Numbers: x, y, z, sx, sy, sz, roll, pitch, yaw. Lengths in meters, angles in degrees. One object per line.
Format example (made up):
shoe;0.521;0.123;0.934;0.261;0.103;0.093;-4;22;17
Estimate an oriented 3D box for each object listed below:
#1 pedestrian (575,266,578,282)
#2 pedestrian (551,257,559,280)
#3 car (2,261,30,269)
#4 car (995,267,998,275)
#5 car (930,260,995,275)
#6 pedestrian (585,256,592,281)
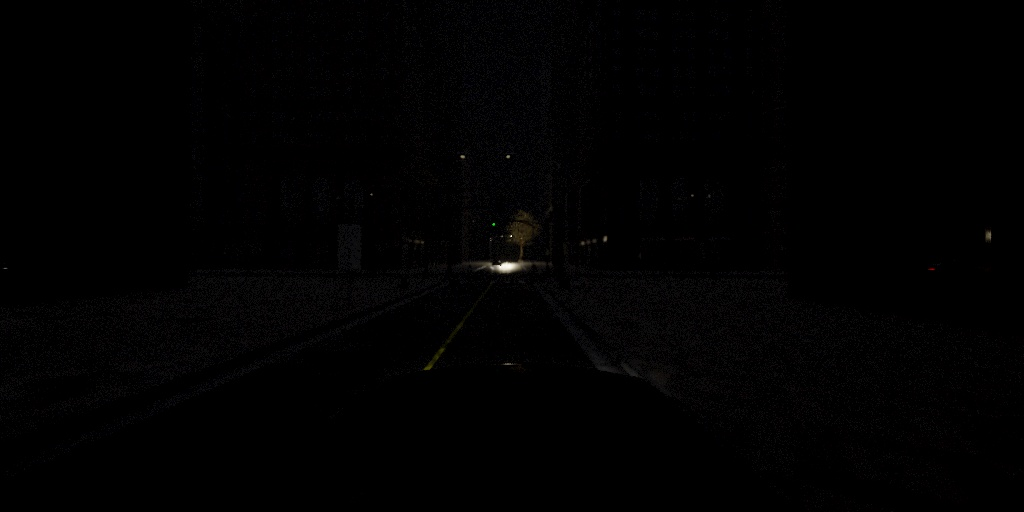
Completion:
pedestrian;4.641;0.911;25.914;0.375;1.860;0.375;0;0;0
pedestrian;3.354;0.908;27.114;0.375;1.860;0.375;0;0;0
car;-47.232;1.118;32.733;5.008;1.535;1.882;0;0;1
car;45.041;1.260;35.716;4.553;1.767;2.097;0;0;0
car;40.061;1.393;32.673;4.892;1.490;1.837;0;0;1
pedestrian;5.641;0.916;26.514;0.375;1.860;0.375;0;0;0
